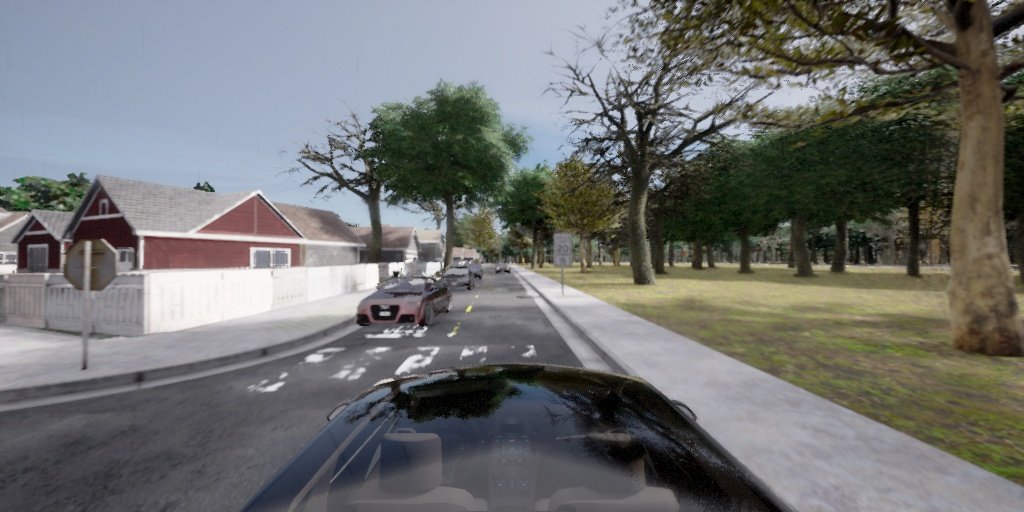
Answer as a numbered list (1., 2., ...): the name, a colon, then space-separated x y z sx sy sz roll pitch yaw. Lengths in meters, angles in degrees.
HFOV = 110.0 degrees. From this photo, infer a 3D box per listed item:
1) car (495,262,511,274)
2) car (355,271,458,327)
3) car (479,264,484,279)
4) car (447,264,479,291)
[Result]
1. car: -1.143 1.606 44.891 1.895 1.301 4.718 0 -1 -2
2. car: -3.258 1.353 11.545 1.994 1.385 4.181 0 0 4
3. car: -3.698 1.472 34.523 2.033 1.411 5.357 0 -1 -1
4. car: -3.378 1.364 22.946 1.812 1.442 4.674 0 0 -2
